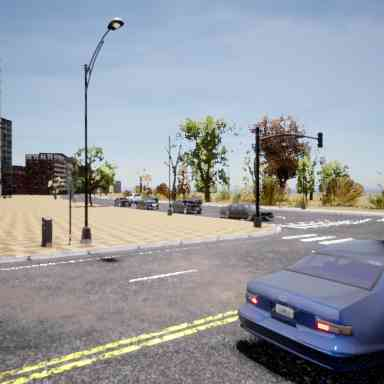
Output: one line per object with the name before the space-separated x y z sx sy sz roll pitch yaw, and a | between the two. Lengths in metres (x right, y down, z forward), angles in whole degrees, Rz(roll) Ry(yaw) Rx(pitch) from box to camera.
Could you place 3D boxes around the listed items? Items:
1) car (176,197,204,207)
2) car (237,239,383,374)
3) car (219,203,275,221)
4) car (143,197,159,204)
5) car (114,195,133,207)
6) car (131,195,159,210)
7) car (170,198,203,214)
car | -0.365 1.623 55.015 2.033 1.411 5.357 0 0 -33
car | 3.245 1.547 5.613 5.357 1.411 2.033 0 0 -34
car | 4.445 1.604 27.998 2.033 1.411 5.357 0 0 -31
car | -8.586 1.667 69.327 1.994 1.385 4.181 0 0 -29
car | -11.346 1.627 54.163 1.837 1.490 4.892 0 0 -30
car | -6.110 1.594 45.241 2.128 1.511 4.902 0 0 -31
car | -0.731 1.585 36.408 1.837 1.490 4.892 0 0 -32
